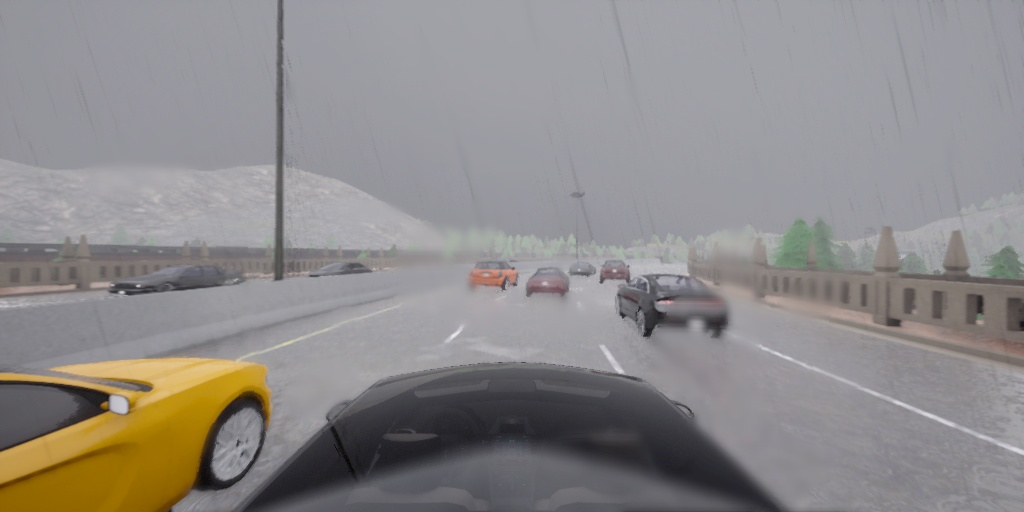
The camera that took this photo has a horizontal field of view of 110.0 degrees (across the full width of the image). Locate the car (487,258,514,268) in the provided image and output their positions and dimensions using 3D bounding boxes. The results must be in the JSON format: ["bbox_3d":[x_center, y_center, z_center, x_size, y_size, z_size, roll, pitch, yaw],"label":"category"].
[{"bbox_3d":[-1.794,1.066,56.817,1.882,1.535,5.008,0,0,31],"label":"car"}]

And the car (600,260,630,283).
[{"bbox_3d":[7.971,1.078,27.667,2.097,1.767,4.553,0,0,17],"label":"car"}]

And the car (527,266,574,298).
[{"bbox_3d":[1.970,1.279,18.513,1.994,1.385,4.181,0,0,11],"label":"car"}]

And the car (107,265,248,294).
[{"bbox_3d":[-16.158,1.157,17.856,2.033,1.411,5.357,0,0,9],"label":"car"}]

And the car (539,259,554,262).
[{"bbox_3d":[6.083,1.185,62.373,1.994,1.385,4.181,0,0,36],"label":"car"}]

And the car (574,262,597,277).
[{"bbox_3d":[6.999,1.263,35.143,1.994,1.385,4.181,0,0,22],"label":"car"}]

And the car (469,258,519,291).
[{"bbox_3d":[-0.958,1.042,21.548,2.097,1.767,4.553,0,0,12],"label":"car"}]

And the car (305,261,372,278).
[{"bbox_3d":[-11.387,1.127,23.880,1.837,1.490,4.892,0,0,13],"label":"car"}]

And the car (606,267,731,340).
[{"bbox_3d":[4.196,1.244,10.078,2.128,1.511,4.902,0,0,6],"label":"car"}]

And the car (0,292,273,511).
[{"bbox_3d":[-3.287,1.209,1.501,1.882,1.535,5.008,0,0,0],"label":"car"}]
